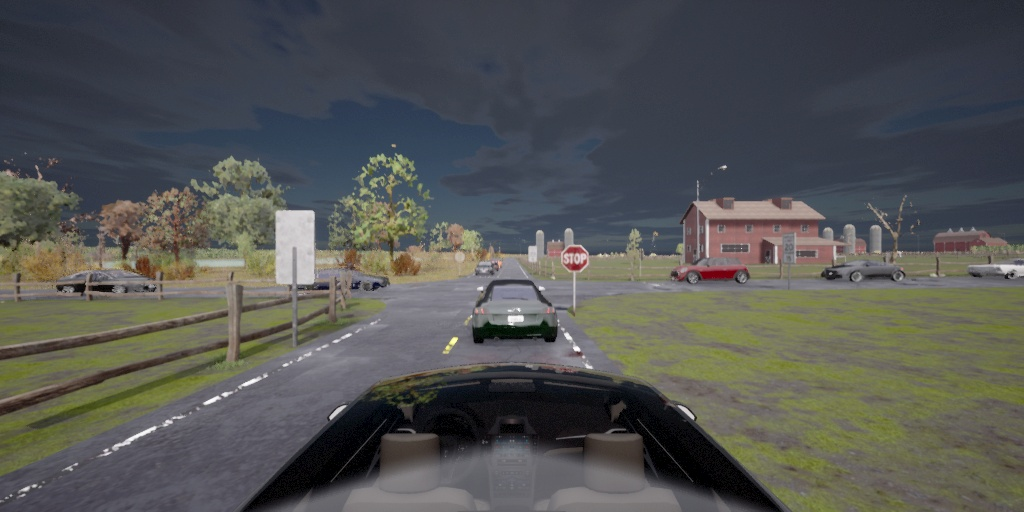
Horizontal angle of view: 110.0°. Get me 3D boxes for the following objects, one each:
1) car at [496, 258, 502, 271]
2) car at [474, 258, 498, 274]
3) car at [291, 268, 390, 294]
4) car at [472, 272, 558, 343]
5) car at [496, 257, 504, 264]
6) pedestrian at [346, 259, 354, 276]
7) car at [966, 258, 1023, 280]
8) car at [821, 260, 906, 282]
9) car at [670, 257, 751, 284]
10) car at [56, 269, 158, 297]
[{"bbox_3d":[-2.760,1.278,46.830,1.994,1.385,4.181,0,0,1],"label":"car"},{"bbox_3d":[-2.791,1.247,37.853,1.812,1.442,4.674,0,0,0],"label":"car"},{"bbox_3d":[-10.107,1.412,21.166,5.357,1.411,2.033,-1,1,-7],"label":"car"},{"bbox_3d":[-0.009,1.307,9.662,1.994,1.385,4.181,0,0,-3],"label":"car"},{"bbox_3d":[-2.715,1.057,57.620,2.097,1.767,4.553,0,0,1],"label":"car"},{"bbox_3d":[-12.122,1.145,26.731,0.375,1.860,0.375,0,1,1],"label":"pedestrian"},{"bbox_3d":[32.829,0.823,23.288,4.718,1.301,1.895,-1,1,1],"label":"car"},{"bbox_3d":[22.796,0.936,23.385,4.181,1.385,1.994,-1,1,1],"label":"car"},{"bbox_3d":[12.851,0.868,23.531,4.553,1.767,2.097,-1,1,2],"label":"car"},{"bbox_3d":[-23.403,1.545,20.917,4.902,1.511,2.128,-1,1,1],"label":"car"}]
